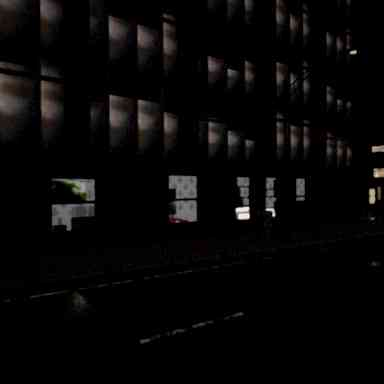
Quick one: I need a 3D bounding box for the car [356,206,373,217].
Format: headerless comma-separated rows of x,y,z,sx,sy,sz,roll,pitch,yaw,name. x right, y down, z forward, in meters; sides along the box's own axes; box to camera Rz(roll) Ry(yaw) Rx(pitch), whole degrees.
15.947,1.871,34.992,2.033,1.411,5.357,-1,-1,-36,car
